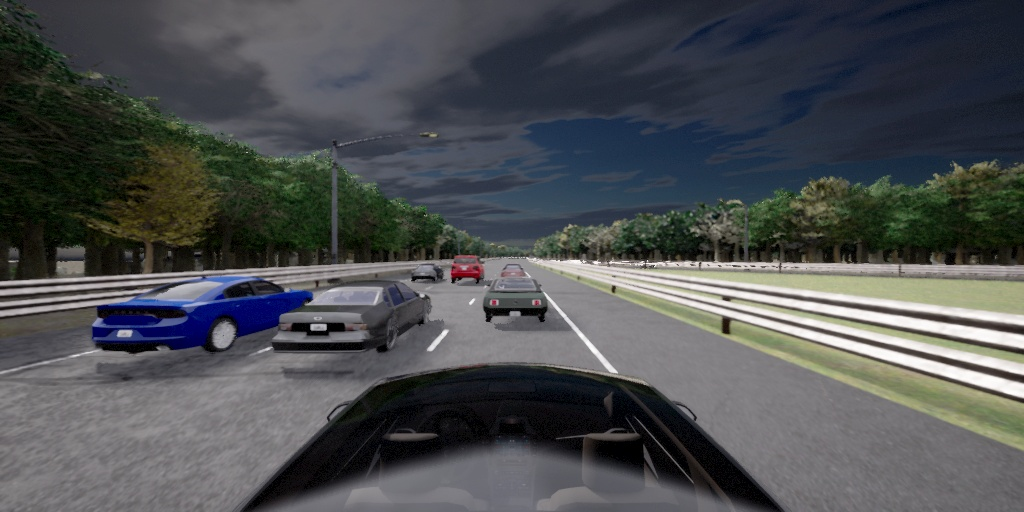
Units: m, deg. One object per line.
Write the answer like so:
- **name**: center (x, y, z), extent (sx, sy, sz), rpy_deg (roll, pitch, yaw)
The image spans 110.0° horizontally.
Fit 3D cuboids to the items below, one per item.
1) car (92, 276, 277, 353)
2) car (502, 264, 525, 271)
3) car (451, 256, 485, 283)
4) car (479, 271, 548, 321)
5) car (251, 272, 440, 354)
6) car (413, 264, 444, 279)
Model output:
- **car**: center (-6.901, 1.232, 8.865), extent (1.882, 1.535, 5.008), rpy_deg (0, 0, 0)
- **car**: center (0.095, 1.343, 29.671), extent (1.994, 1.385, 4.181), rpy_deg (0, 0, 0)
- **car**: center (-3.408, 1.002, 28.202), extent (2.150, 2.045, 5.566), rpy_deg (0, 0, 0)
- **car**: center (0.099, 1.358, 12.419), extent (1.895, 1.301, 4.718), rpy_deg (0, 0, 0)
- **car**: center (-3.401, 1.302, 8.814), extent (2.033, 1.411, 5.357), rpy_deg (0, 0, 0)
- **car**: center (-6.906, 1.344, 29.711), extent (1.994, 1.385, 4.181), rpy_deg (0, 0, 0)
